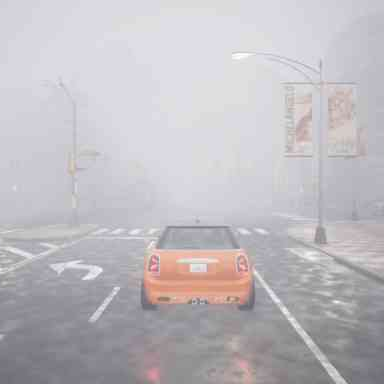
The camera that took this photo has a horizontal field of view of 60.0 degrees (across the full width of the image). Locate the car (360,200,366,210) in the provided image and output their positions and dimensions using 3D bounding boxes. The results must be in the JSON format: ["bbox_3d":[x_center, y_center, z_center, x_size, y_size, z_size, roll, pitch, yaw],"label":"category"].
[{"bbox_3d":[23.205,1.221,39.735,5.566,2.045,2.150,0,0,1],"label":"car"}]

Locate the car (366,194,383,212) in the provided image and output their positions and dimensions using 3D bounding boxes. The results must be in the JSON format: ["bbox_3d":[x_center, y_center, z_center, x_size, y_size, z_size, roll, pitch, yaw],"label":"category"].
[{"bbox_3d":[22.078,1.352,36.239,4.553,1.767,2.097,0,0,1],"label":"car"}]

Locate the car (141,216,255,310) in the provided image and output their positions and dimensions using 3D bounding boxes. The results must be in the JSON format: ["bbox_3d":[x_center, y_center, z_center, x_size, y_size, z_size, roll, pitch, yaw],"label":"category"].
[{"bbox_3d":[0.111,1.352,7.957,2.097,1.767,4.553,0,0,0],"label":"car"}]
